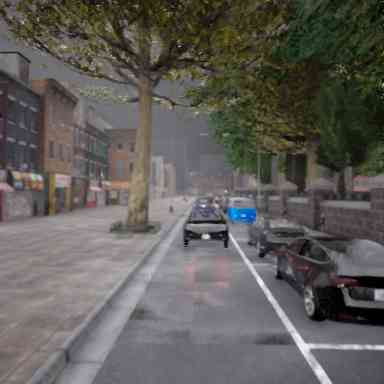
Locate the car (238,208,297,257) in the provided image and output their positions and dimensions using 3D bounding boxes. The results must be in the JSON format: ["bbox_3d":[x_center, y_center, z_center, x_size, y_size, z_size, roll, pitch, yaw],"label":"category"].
[{"bbox_3d":[3.095,1.540,12.484,2.008,1.369,4.403,1,0,2],"label":"car"}]

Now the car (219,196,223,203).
[{"bbox_3d":[4.050,1.459,33.643,1.837,1.490,4.892,0,0,2],"label":"car"}]

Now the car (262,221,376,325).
[{"bbox_3d":[2.945,1.568,7.037,1.947,1.339,4.313,1,0,2],"label":"car"}]

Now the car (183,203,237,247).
[{"bbox_3d":[0.604,1.458,14.872,2.128,1.511,4.902,0,0,2],"label":"car"}]

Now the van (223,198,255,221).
[{"bbox_3d":[3.399,1.309,23.379,1.690,1.788,3.998,1,0,2],"label":"van"}]

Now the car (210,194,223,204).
[{"bbox_3d":[4.445,1.250,61.511,2.192,1.841,5.009,1,0,2],"label":"car"}]

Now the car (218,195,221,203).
[{"bbox_3d":[4.245,1.472,40.641,1.812,1.442,4.674,0,0,2],"label":"car"}]

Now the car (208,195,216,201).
[{"bbox_3d":[5.165,1.502,87.931,1.887,1.381,4.507,1,0,2],"label":"car"}]

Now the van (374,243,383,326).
[{"bbox_3d":[2.801,1.358,1.589,1.690,1.788,3.998,1,0,2],"label":"van"}]

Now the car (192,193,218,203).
[{"bbox_3d":[1.058,1.287,31.309,2.097,1.767,4.553,0,0,2],"label":"car"}]
